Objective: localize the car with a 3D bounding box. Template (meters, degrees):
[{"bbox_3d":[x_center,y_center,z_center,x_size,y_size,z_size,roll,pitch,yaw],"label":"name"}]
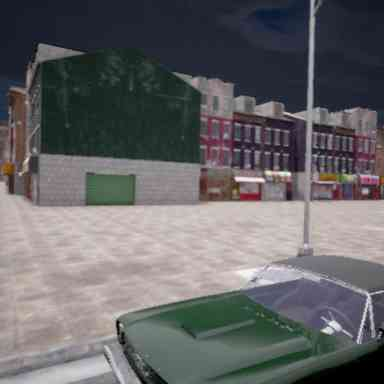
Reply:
[{"bbox_3d":[1.483,1.537,3.902,4.718,1.301,1.895,0,1,-30],"label":"car"}]
